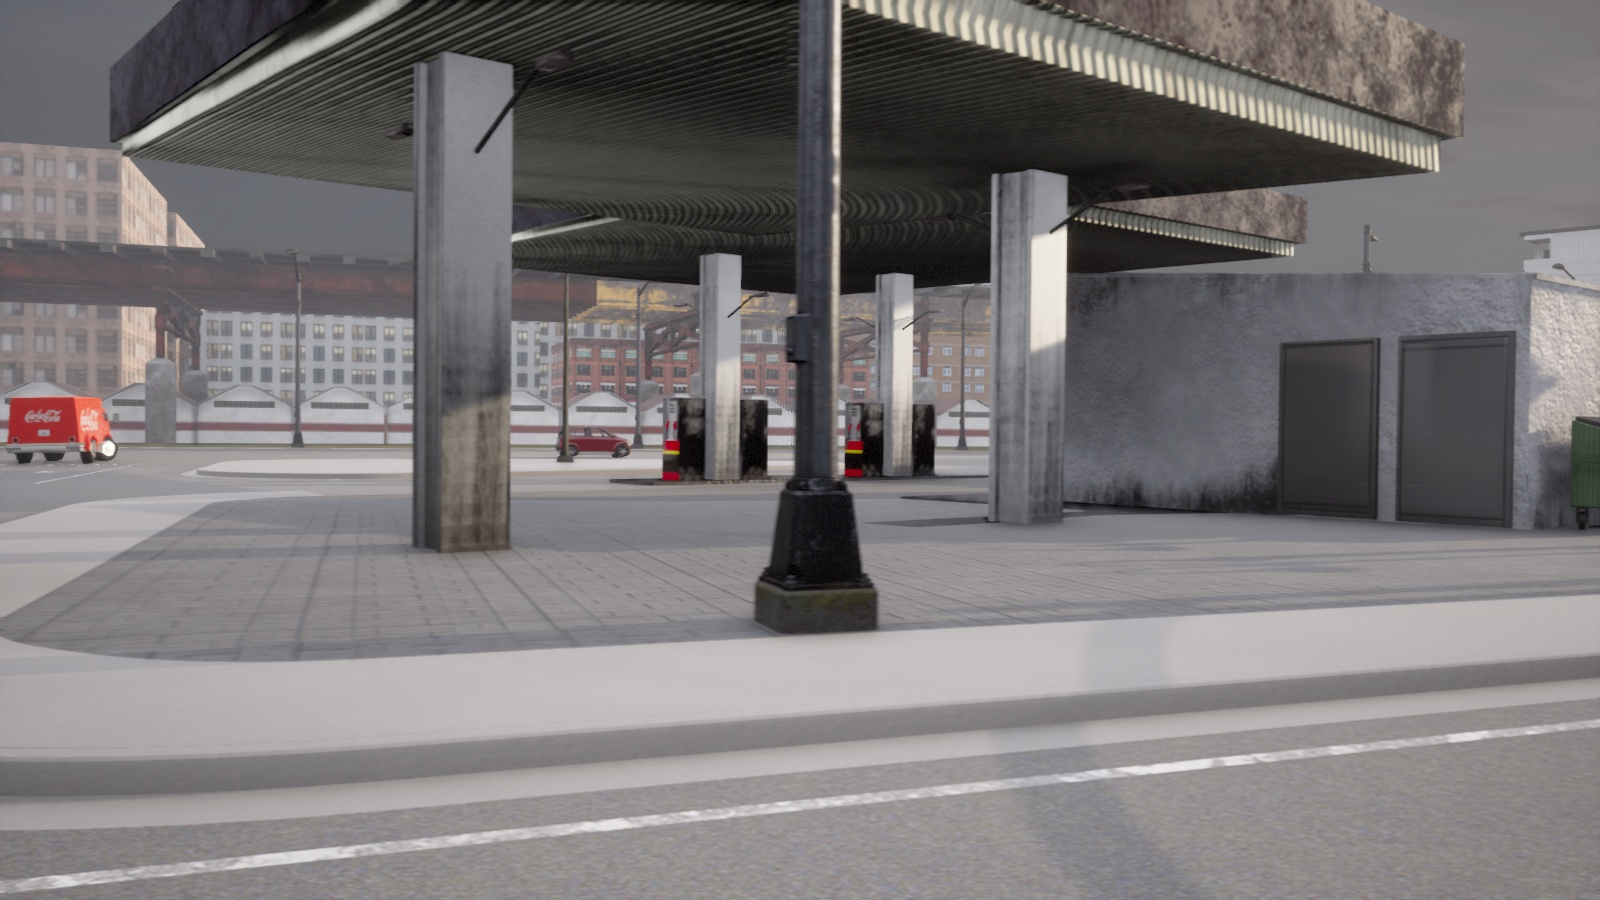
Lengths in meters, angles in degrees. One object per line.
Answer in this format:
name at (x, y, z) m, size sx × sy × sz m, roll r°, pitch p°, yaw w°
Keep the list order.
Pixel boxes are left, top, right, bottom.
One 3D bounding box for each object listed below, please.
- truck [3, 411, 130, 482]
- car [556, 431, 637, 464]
truck at (-27.802, -0.158, 47.823) m, size 2.627 × 2.467 × 5.204 m, roll -3°, pitch 1°, yaw -13°
car at (-10.111, -0.148, 62.380) m, size 3.705 × 1.549 × 1.789 m, roll -1°, pitch 1°, yaw -19°
